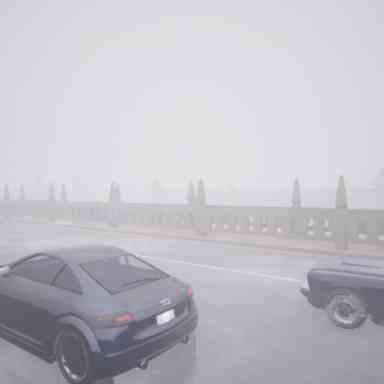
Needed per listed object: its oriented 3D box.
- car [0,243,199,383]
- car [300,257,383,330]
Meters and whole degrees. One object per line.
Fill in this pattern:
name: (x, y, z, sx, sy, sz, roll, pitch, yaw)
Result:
car: (-1.965, 1.553, 5.395, 4.181, 1.385, 1.994, 0, 0, 36)
car: (4.261, 1.602, 5.251, 4.718, 1.301, 1.895, 0, 0, 36)
